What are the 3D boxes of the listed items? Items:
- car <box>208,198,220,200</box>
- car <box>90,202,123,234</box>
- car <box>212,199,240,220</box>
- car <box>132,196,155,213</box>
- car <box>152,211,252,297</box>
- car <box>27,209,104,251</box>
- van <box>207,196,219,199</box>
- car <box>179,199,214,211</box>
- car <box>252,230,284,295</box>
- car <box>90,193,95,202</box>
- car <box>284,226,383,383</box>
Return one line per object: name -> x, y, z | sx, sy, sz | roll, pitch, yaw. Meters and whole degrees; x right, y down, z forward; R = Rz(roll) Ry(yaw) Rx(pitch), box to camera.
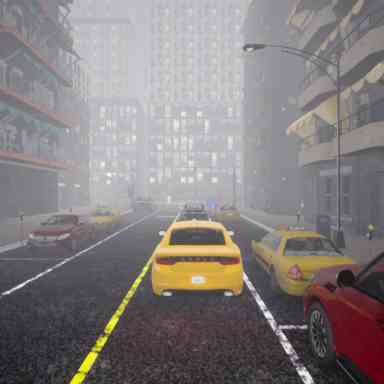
car -> 2.640, 1.534, 31.077 | 1.752, 1.417, 4.829 | 0, 0, 0
car -> -5.266, 1.529, 19.474 | 1.752, 1.417, 4.829 | 0, 0, 0
car -> 2.627, 1.531, 25.437 | 1.752, 1.417, 4.829 | 0, 0, 0
car -> -5.227, 1.327, 36.566 | 2.192, 1.841, 5.009 | 0, 0, 0
car -> 0.121, 1.478, 8.628 | 1.882, 1.535, 5.008 | 0, 0, 0
car -> -5.279, 1.584, 14.003 | 1.802, 1.307, 4.206 | 0, 0, 0
van -> 2.666, 1.356, 42.188 | 1.690, 1.788, 3.998 | 0, 0, 0
car -> 0.149, 1.496, 22.876 | 2.128, 1.511, 4.902 | 0, 0, 0
car -> 2.589, 1.526, 8.516 | 1.752, 1.417, 4.829 | 0, 0, 0
car -> -20.731, 1.129, 62.218 | 5.009, 1.841, 2.192 | 1, -1, 0
car -> 2.577, 1.315, 2.705 | 2.192, 1.841, 5.009 | 0, 0, 0
